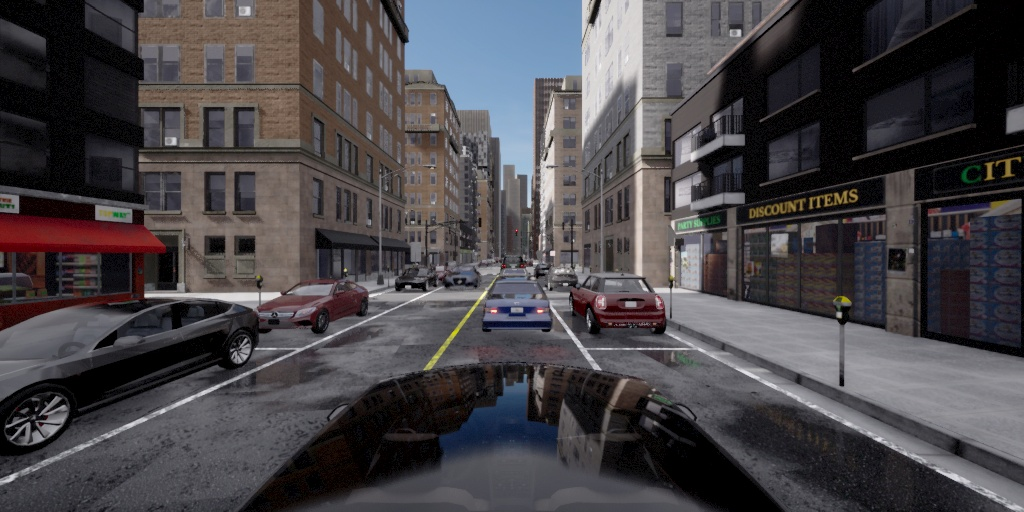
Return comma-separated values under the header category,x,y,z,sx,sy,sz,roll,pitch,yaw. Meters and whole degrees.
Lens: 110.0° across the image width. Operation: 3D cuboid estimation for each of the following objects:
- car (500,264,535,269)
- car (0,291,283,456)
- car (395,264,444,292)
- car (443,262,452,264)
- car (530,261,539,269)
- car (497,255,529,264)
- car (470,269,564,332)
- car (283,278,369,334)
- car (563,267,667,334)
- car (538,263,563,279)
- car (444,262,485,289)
category,x,y,z,sx,sy,sz,roll,pitch,yaw
car,0.146,1.352,21.308,1.895,1.301,4.718,0,0,0
car,-5.664,1.315,5.108,1.948,1.339,4.313,0,0,0
car,-5.622,1.317,21.611,1.948,1.339,4.313,0,0,0
car,-5.608,1.334,27.113,1.802,1.307,4.207,0,0,0
car,2.932,1.319,32.592,1.948,1.339,4.313,0,0,0
car,0.081,0.975,31.340,2.150,2.045,5.566,0,0,-1
car,0.122,1.297,10.802,2.033,1.411,5.357,0,0,0
car,-5.650,1.332,10.609,1.802,1.307,4.207,0,0,0
car,2.876,1.190,10.587,1.967,1.591,4.097,0,0,0
car,2.904,1.301,21.590,2.007,1.370,4.403,0,0,0
car,-3.031,1.315,22.861,1.994,1.385,4.181,0,0,0
